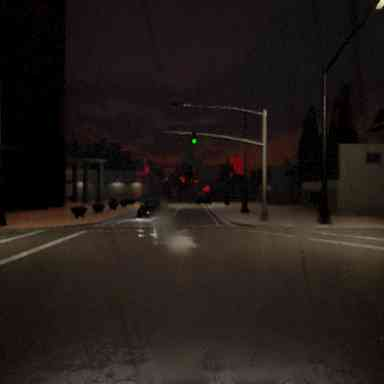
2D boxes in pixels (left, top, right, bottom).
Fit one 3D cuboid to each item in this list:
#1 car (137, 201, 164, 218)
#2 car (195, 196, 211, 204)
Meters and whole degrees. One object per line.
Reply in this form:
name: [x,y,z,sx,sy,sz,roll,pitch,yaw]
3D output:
car: [-3.576,1.487,29.151,1.994,1.385,4.181,0,0,0]
car: [2.002,1.444,58.309,1.994,1.385,4.181,0,0,16]
